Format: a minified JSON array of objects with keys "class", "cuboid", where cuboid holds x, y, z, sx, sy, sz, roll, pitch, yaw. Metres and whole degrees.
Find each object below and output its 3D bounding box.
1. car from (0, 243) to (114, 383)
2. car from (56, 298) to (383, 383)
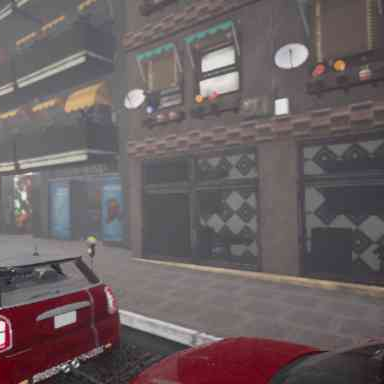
[{"class":"car","cuboid":[-3.015,1.486,4.905,4.097,1.590,1.967,-1,-2,36]},{"class":"car","cuboid":[1.485,1.542,1.685,4.507,1.381,1.887,-1,-2,36]}]
